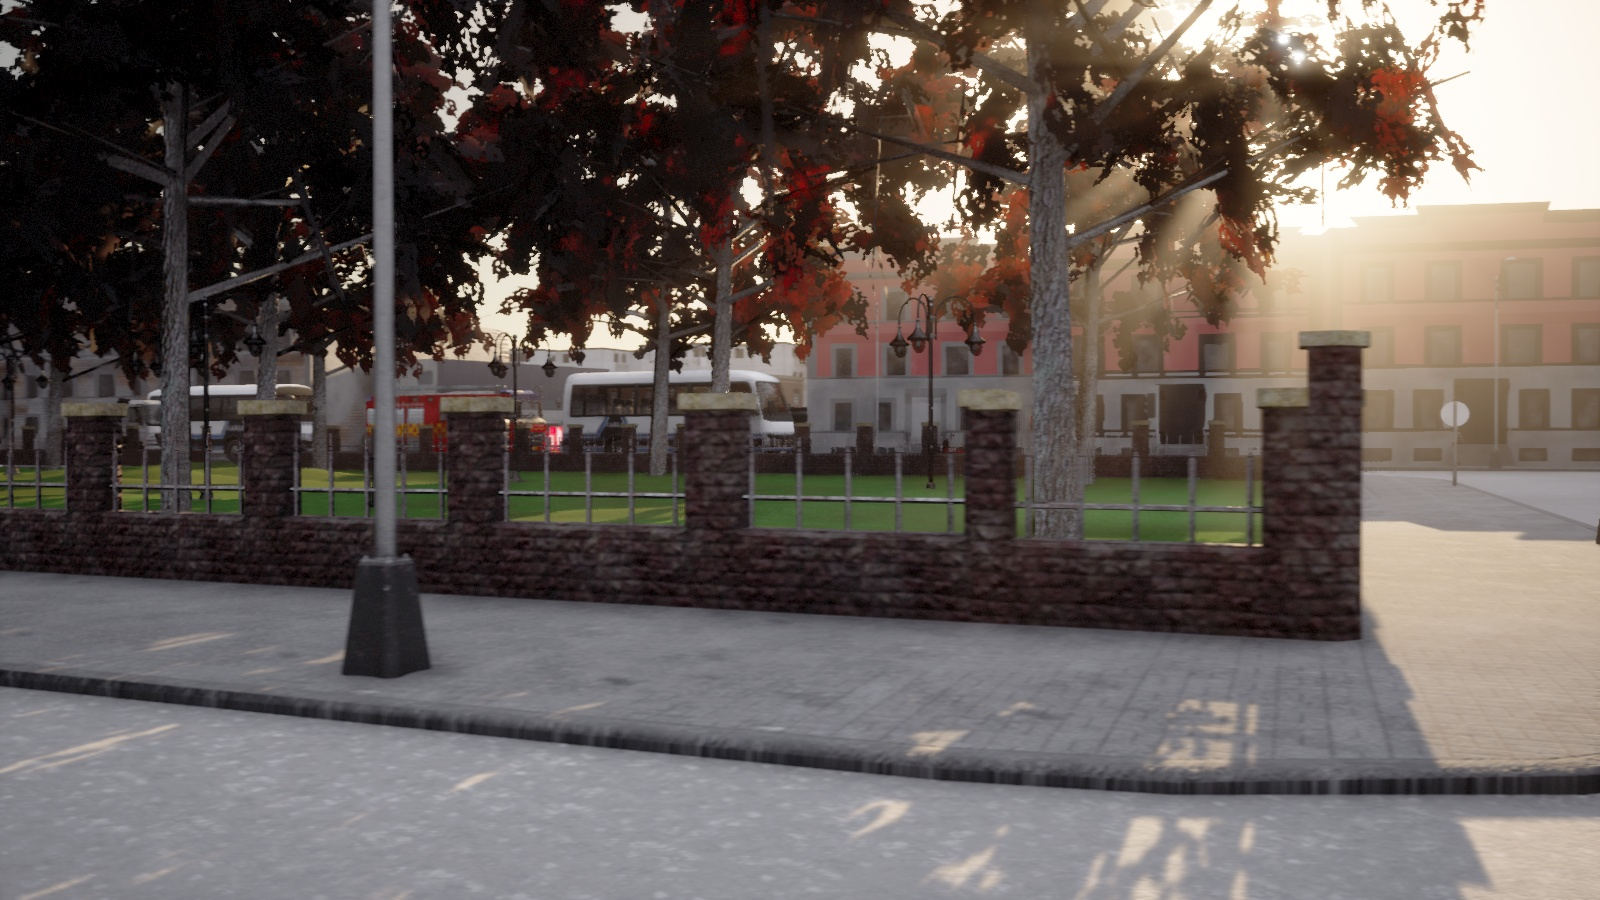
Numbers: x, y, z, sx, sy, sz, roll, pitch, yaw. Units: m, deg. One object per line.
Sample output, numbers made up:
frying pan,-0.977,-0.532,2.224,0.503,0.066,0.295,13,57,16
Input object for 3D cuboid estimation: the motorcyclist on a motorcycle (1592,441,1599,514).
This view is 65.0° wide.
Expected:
motorcyclist on a motorcycle,16.925,0.579,25.605,0.866,1.530,2.191,1,1,21

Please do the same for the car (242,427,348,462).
car,-25.100,-0.310,62.390,4.611,1.667,2.242,1,1,21

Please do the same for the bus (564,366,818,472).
bus,-4.731,-1.328,54.289,10.273,4.253,3.944,1,1,22

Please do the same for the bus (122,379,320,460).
bus,-32.022,-1.660,69.424,10.273,4.253,3.944,1,1,22

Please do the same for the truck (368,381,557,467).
truck,-15.776,-1.226,58.678,8.468,3.827,2.891,1,1,22

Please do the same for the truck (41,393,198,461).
truck,-36.187,-1.246,66.775,7.936,3.462,2.891,1,1,22
